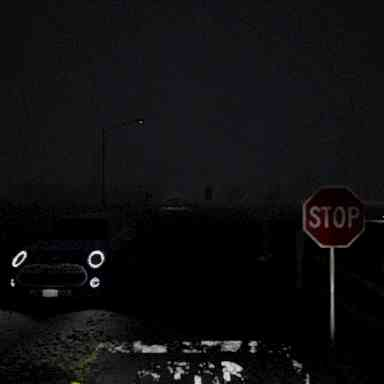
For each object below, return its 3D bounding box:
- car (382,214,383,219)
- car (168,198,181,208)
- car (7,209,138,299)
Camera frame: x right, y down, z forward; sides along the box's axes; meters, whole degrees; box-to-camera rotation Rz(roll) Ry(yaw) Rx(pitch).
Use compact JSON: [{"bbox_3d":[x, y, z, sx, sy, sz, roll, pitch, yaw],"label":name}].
[{"bbox_3d":[19.807,2.012,30.816,4.181,1.385,1.994,1,-1,-20],"label":"car"},{"bbox_3d":[-2.773,1.742,53.445,1.837,1.490,4.892,0,0,0],"label":"car"},{"bbox_3d":[-2.750,1.374,8.696,2.097,1.767,4.553,0,0,0],"label":"car"}]
